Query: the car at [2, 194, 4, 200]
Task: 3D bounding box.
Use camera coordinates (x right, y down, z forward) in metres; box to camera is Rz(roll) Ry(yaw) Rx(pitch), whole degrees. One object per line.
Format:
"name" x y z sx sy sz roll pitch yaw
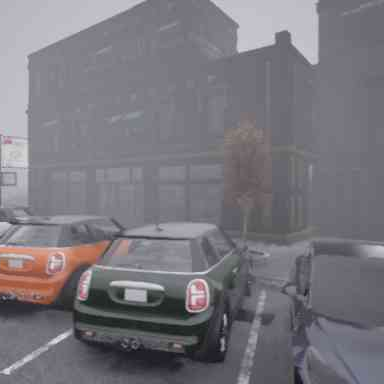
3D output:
"car" -27.391 1.025 41.982 5.566 2.045 2.435 1 0 14

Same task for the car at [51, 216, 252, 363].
"car" -0.120 1.339 6.211 2.185 1.767 4.553 0 -1 16

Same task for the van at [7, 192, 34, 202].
"van" -32.964 0.982 64.087 4.442 1.987 1.878 -1 0 14

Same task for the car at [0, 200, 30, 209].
"car" -7.382 1.296 11.560 2.185 1.767 4.553 1 0 16

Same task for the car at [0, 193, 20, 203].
"car" -34.586 1.081 61.582 4.553 1.767 2.185 -1 -1 14

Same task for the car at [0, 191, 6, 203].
"car" -36.235 0.955 59.078 5.566 2.045 2.435 -1 -1 14

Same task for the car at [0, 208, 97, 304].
"car" -2.549 1.324 7.974 2.185 1.767 4.553 0 -1 16

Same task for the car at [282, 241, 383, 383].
"car" 2.321 1.510 4.445 2.163 1.488 4.792 1 0 16

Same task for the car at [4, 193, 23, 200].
"car" -25.778 1.305 44.413 4.792 1.488 2.163 1 1 14

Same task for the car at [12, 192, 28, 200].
"car" -24.106 1.025 46.864 5.566 2.045 2.435 1 1 14
